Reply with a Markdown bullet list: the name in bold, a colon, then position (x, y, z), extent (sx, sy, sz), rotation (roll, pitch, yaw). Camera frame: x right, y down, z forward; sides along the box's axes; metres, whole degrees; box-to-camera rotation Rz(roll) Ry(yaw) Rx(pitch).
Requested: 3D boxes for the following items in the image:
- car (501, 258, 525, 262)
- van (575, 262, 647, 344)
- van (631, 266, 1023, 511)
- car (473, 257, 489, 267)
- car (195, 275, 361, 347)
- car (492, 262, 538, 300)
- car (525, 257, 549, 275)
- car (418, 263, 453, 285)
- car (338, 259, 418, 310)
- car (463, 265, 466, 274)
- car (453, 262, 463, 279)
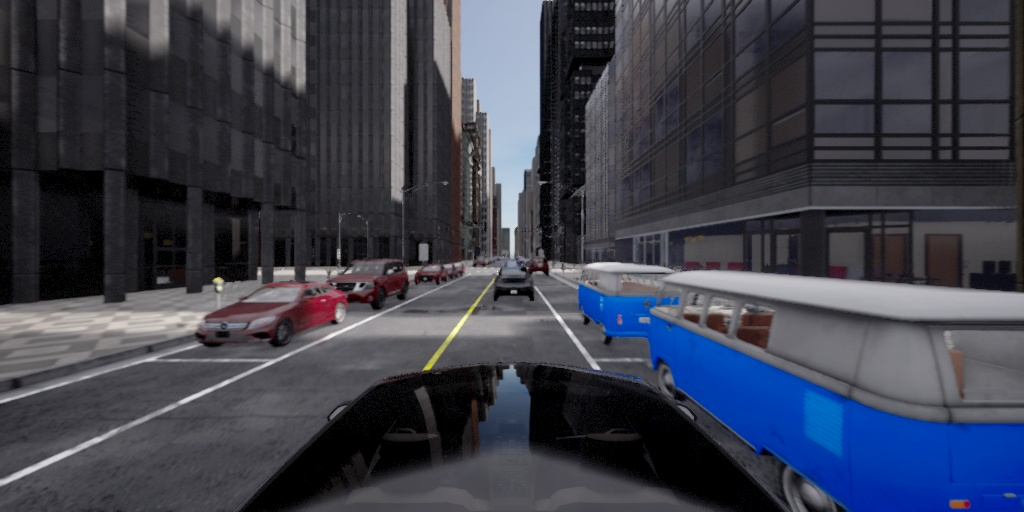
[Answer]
- **car**: position (0.074, 1.200, 35.718), extent (1.882, 1.535, 5.008), rotation (0, 0, 0)
- **van**: position (2.759, 1.083, 9.265), extent (1.690, 1.789, 3.998), rotation (0, 0, 0)
- **van**: position (2.763, 1.088, 3.647), extent (1.690, 1.789, 3.998), rotation (0, 0, 0)
- **car**: position (-5.799, 1.026, 64.188), extent (2.192, 1.841, 5.009), rotation (0, 0, 0)
- **car**: position (-5.766, 1.327, 9.243), extent (1.802, 1.307, 4.207), rotation (0, 0, 0)
- **car**: position (0.081, 1.243, 17.488), extent (1.837, 1.490, 4.892), rotation (0, 1, 0)
- **car**: position (2.742, 1.035, 37.359), extent (2.192, 1.841, 5.009), rotation (0, 0, 0)
- **car**: position (-5.776, 1.277, 26.098), extent (1.888, 1.381, 4.507), rotation (0, 0, 0)
- **car**: position (-5.769, 1.055, 14.861), extent (2.192, 1.841, 5.009), rotation (0, 0, 0)
- **car**: position (-5.783, 1.306, 37.334), extent (1.802, 1.307, 4.207), rotation (0, 0, 0)
- **car**: position (-5.779, 1.310, 31.716), extent (1.802, 1.307, 4.207), rotation (0, 0, 0)
